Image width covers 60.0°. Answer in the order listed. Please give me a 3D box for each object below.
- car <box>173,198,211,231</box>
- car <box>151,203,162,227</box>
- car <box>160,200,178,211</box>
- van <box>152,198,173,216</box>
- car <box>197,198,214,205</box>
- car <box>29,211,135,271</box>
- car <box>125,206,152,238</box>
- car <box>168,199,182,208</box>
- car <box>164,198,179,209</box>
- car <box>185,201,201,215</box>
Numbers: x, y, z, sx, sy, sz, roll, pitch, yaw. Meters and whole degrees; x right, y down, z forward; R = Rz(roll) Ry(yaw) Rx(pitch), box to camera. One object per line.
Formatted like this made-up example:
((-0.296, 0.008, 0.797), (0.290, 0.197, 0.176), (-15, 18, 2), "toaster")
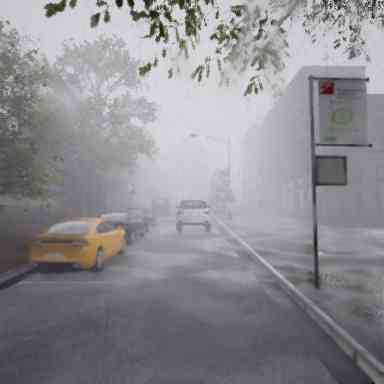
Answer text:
((0.098, 1.495, 22.847), (2.150, 2.045, 5.566), (0, -1, 0), "car")
((-3.649, 1.785, 22.670), (2.163, 1.488, 4.792), (0, 0, 2), "car")
((-3.408, 2.018, 50.726), (2.231, 1.521, 4.892), (0, 0, 2), "car")
((-3.630, 1.704, 39.476), (1.878, 1.987, 4.442), (1, 0, 2), "van")
((3.405, 2.386, 83.685), (2.231, 1.521, 4.892), (-3, -2, 29), "car")
((-3.638, 1.621, 11.503), (2.097, 1.535, 5.008), (1, -1, 2), "car")
((-3.646, 1.688, 17.064), (2.097, 1.535, 5.008), (0, 0, 2), "car")
((-3.166, 2.082, 62.137), (2.097, 1.535, 5.008), (0, -1, 2), "car")
((-3.407, 1.923, 56.436), (2.185, 1.767, 4.553), (-1, 0, 2), "car")
((0.096, 1.967, 40.952), (1.837, 1.490, 4.892), (0, 0, 0), "car")
